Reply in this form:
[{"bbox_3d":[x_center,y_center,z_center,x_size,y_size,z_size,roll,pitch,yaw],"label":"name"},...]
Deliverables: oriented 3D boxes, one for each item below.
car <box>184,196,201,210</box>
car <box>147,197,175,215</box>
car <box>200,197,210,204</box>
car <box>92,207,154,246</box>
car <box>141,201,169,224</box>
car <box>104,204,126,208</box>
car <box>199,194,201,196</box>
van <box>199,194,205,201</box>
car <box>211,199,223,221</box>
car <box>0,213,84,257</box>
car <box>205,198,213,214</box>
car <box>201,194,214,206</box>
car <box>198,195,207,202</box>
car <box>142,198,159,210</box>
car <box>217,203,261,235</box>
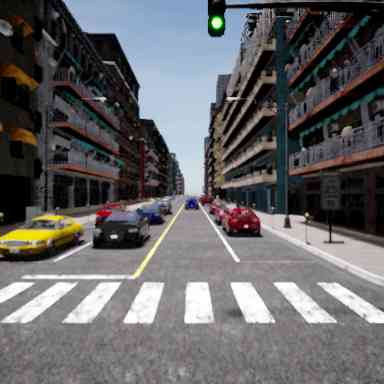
[{"bbox_3d":[-0.014,1.591,45.000,1.812,1.442,4.674,0,0,0],"label":"car"},{"bbox_3d":[-3.098,1.541,34.990,2.128,1.511,4.902,0,0,0],"label":"car"},{"bbox_3d":[2.675,1.669,68.451,1.947,1.339,4.313,1,0,0],"label":"car"},{"bbox_3d":[-3.095,1.585,15.203,1.994,1.385,4.181,0,0,0],"label":"car"},{"bbox_3d":[-3.098,1.598,24.651,1.994,1.385,4.181,0,0,0],"label":"car"},{"bbox_3d":[-5.691,1.579,24.275,1.887,1.381,4.507,1,0,0],"label":"car"},{"bbox_3d":[-0.018,1.433,54.977,2.097,1.767,4.553,0,0,0],"label":"car"},{"bbox_3d":[2.670,1.483,90.546,1.690,1.788,3.998,1,0,0],"label":"van"},{"bbox_3d":[2.691,1.474,24.264,1.967,1.590,4.097,1,0,0],"label":"car"},{"bbox_3d":[-5.686,1.543,13.058,1.752,1.417,4.829,1,0,0],"label":"car"},{"bbox_3d":[2.686,1.632,35.311,1.802,1.307,4.206,1,0,0],"label":"car"},{"bbox_3d":[2.681,1.400,57.406,2.192,1.841,5.009,1,0,0],"label":"car"},{"bbox_3d":[2.671,1.572,85.022,1.967,1.590,4.097,1,0,0],"label":"car"},{"bbox_3d":[-5.698,1.592,46.199,1.752,1.417,4.829,1,0,0],"label":"car"},{"bbox_3d":[2.692,1.571,18.740,1.887,1.381,4.507,1,0,0],"label":"car"}]
